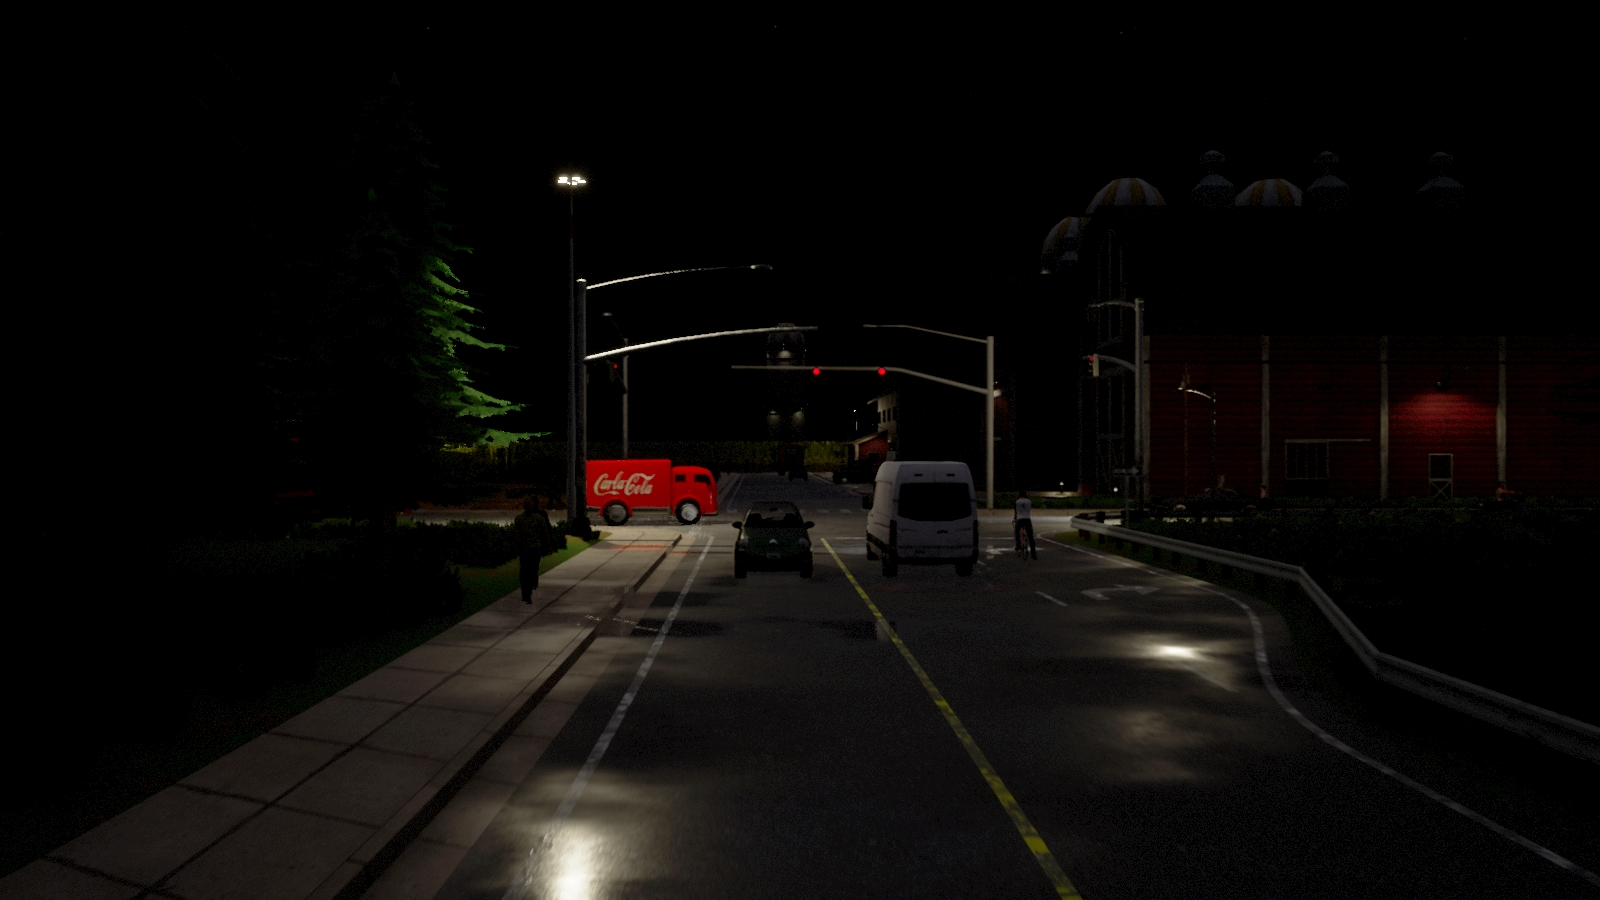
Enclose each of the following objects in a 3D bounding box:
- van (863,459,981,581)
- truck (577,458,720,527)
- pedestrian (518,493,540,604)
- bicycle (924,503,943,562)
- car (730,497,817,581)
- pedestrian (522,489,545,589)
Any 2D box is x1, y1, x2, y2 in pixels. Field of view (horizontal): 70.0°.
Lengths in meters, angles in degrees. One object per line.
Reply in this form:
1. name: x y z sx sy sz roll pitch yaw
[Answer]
1. van: 2.778 1.516 27.380 1.988 2.561 5.915 0 0 -2
2. truck: -5.725 1.574 43.490 5.204 2.467 2.627 0 0 -6
3. pedestrian: -4.657 1.677 19.618 0.375 1.860 0.375 0 0 -14
4. bicycle: 3.415 2.088 29.324 0.373 1.396 1.643 0 0 3
5. car: -0.616 1.981 26.276 1.851 1.617 3.988 0 0 -2
6. pedestrian: -5.054 1.677 21.687 0.375 1.860 0.375 0 0 -4
